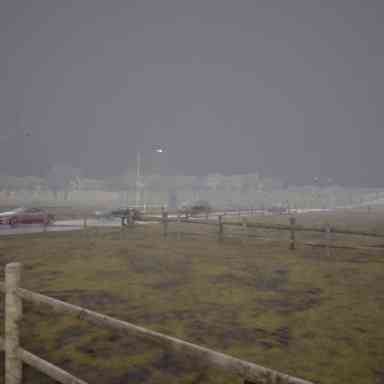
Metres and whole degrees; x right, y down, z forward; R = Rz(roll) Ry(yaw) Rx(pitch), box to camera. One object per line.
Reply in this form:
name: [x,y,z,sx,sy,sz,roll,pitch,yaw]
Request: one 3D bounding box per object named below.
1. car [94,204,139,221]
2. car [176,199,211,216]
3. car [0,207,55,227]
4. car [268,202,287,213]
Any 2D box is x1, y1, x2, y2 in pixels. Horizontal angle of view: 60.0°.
car: [-7.297,1.946,32.586,2.128,1.511,4.902,1,-1,35]
car: [0.322,1.994,43.366,2.150,2.045,5.566,1,-1,36]
car: [-12.566,1.820,25.123,1.994,1.385,4.181,1,-1,36]
car: [15.330,2.768,59.591,2.097,1.767,4.553,1,-1,37]
